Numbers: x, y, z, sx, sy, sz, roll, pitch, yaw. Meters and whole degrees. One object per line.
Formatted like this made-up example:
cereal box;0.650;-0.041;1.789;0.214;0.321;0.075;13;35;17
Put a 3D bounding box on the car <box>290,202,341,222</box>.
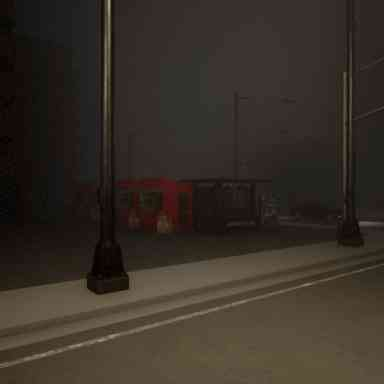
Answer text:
car;10.484;1.612;27.571;1.837;1.490;4.892;0;-1;-36
